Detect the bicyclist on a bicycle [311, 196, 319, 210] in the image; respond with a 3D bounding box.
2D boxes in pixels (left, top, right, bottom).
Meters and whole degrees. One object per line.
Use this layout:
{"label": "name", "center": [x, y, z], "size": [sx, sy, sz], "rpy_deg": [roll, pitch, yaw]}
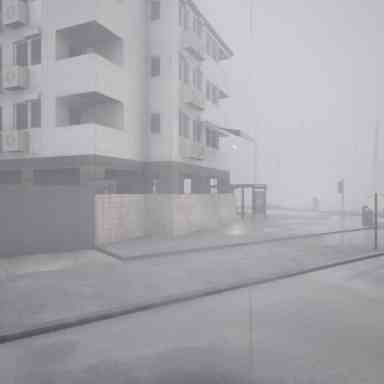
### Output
{"label": "bicyclist on a bicycle", "center": [14.628, 1.349, 39.528], "size": [1.656, 1.620, 0.582], "rpy_deg": [0, 0, -35]}
